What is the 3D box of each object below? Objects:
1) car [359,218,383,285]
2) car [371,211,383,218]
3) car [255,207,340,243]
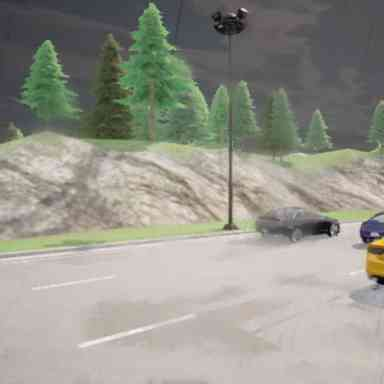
[{"bbox_3d":[6.284,1.480,8.236,5.008,1.535,1.882,0,0,-35],"label":"car"},{"bbox_3d":[9.163,1.529,14.600,4.674,1.442,1.812,0,0,-36],"label":"car"},{"bbox_3d":[5.200,1.494,16.057,4.902,1.511,2.128,0,0,-35],"label":"car"}]
